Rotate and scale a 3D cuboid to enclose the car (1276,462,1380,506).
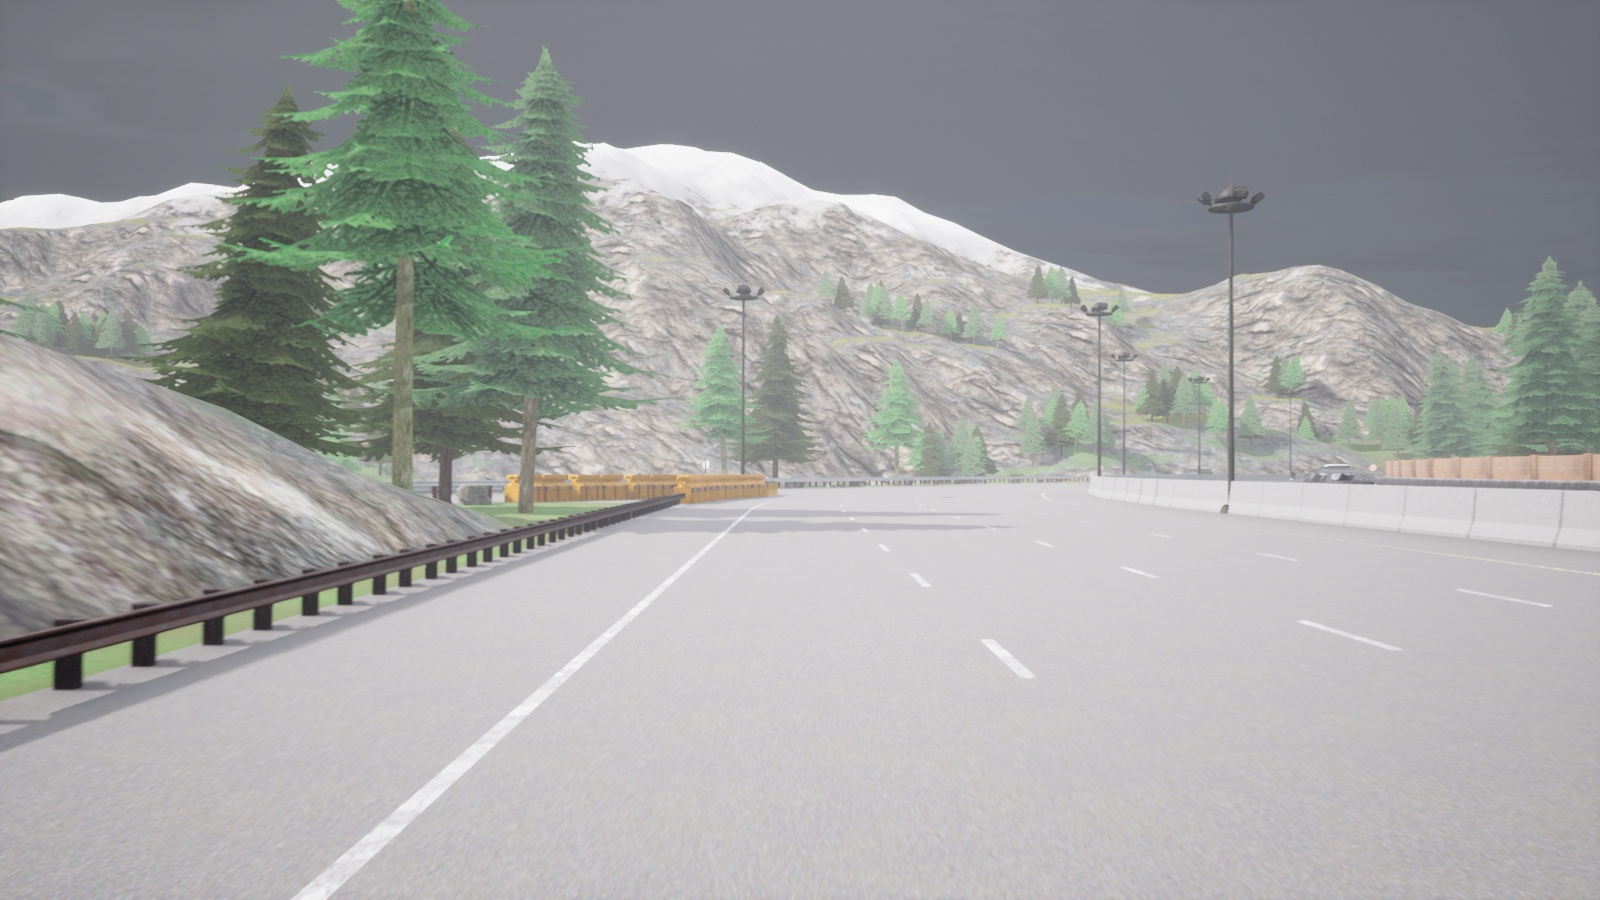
[{"bbox_3d":[20.918,1.331,49.952,2.242,1.667,4.611,0,-1,1],"label":"car"}]
